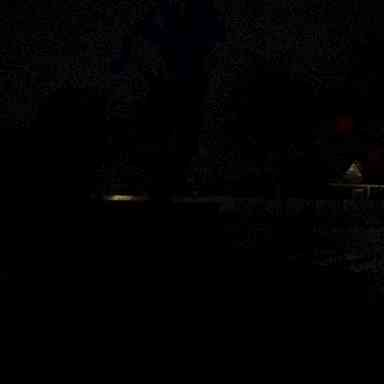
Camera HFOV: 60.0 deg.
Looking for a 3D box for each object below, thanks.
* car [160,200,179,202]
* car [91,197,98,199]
[{"bbox_3d":[-1.960,1.531,32.467,1.882,1.535,5.008,1,0,-36],"label":"car"},{"bbox_3d":[-14.980,1.567,50.706,1.882,1.535,5.008,1,-1,-35],"label":"car"}]
